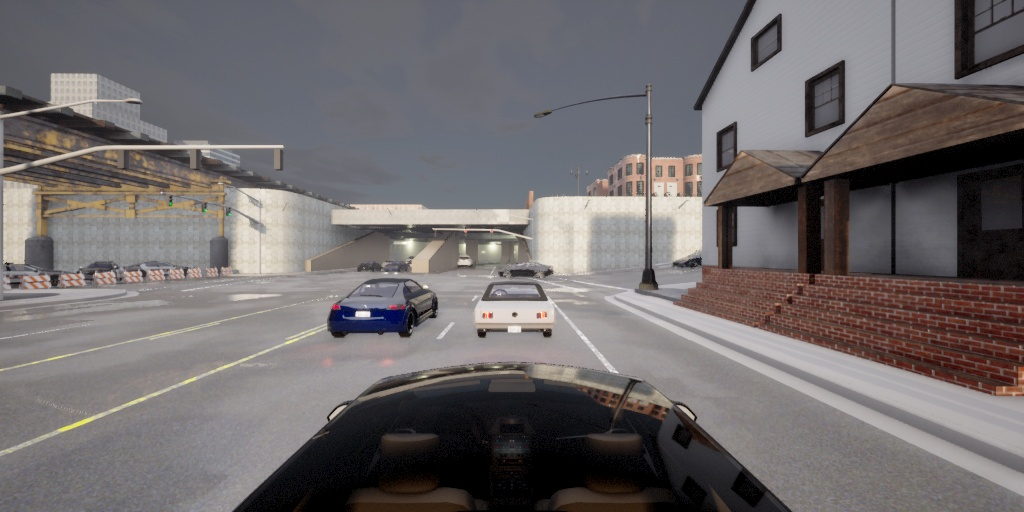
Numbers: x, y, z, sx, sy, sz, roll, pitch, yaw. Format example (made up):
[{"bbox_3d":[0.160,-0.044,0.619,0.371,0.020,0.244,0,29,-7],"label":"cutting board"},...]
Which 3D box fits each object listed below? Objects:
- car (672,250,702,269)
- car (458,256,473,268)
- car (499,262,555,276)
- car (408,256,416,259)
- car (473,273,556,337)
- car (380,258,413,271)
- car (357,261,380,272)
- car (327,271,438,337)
[{"bbox_3d":[16.378,0.125,30.250,5.357,1.411,2.033,-10,0,0],"label":"car"},{"bbox_3d":[-8.070,0.971,62.345,2.150,2.045,5.566,0,0,-1],"label":"car"},{"bbox_3d":[1.261,1.255,31.139,4.902,1.511,2.128,0,0,17],"label":"car"},{"bbox_3d":[-15.092,1.241,55.958,2.128,1.511,4.902,0,0,-1],"label":"car"},{"bbox_3d":[0.070,1.351,10.239,1.895,1.301,4.718,0,0,0],"label":"car"},{"bbox_3d":[-14.848,1.297,46.355,2.033,1.411,5.357,0,0,-1],"label":"car"},{"bbox_3d":[-18.345,1.314,46.267,1.994,1.385,4.181,0,0,-1],"label":"car"},{"bbox_3d":[-3.432,1.314,10.284,1.994,1.385,4.181,0,0,0],"label":"car"}]
